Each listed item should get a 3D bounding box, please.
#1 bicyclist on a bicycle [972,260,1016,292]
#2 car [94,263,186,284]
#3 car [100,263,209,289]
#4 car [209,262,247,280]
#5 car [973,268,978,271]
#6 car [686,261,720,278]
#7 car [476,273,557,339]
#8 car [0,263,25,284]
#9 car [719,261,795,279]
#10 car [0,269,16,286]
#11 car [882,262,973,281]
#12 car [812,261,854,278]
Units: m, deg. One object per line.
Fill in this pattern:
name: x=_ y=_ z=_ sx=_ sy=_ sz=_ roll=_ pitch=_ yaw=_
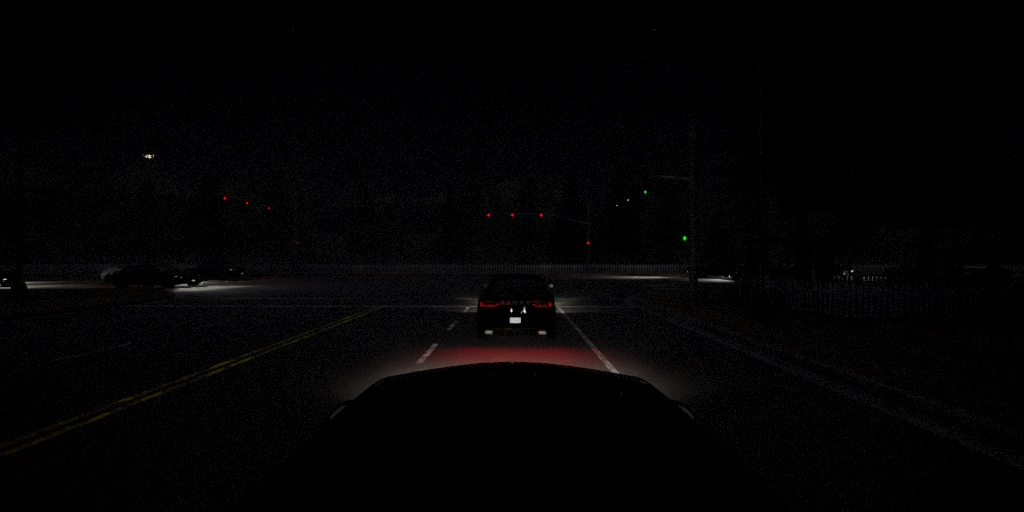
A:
bicyclist on a bicycle: x=22.822 y=0.995 z=17.020 sx=0.582 sy=1.620 sz=1.656 roll=0 pitch=0 yaw=0
car: x=-26.418 y=1.220 z=25.562 sx=4.674 sy=1.442 sz=1.812 roll=0 pitch=0 yaw=0
car: x=-21.706 y=1.220 z=21.905 sx=4.674 sy=1.442 sz=1.812 roll=0 pitch=0 yaw=2
car: x=-24.307 y=1.220 z=29.279 sx=4.674 sy=1.442 sz=1.812 roll=0 pitch=0 yaw=0
car: x=37.673 y=1.295 z=31.599 sx=4.718 sy=1.301 sz=1.895 roll=0 pitch=0 yaw=9
car: x=18.418 y=1.186 z=32.496 sx=4.902 sy=1.511 sz=2.128 roll=0 pitch=0 yaw=1
car: x=0.174 y=1.228 z=10.159 sx=1.882 sy=1.535 sz=5.008 roll=0 pitch=0 yaw=2
car: x=-38.795 y=1.242 z=25.470 sx=5.357 sy=1.411 sz=2.033 roll=0 pitch=0 yaw=-2
car: x=20.236 y=1.242 z=29.018 sx=5.357 sy=1.411 sz=2.033 roll=0 pitch=0 yaw=-1
car: x=-33.587 y=1.201 z=22.039 sx=4.892 sy=1.490 sz=1.837 roll=-1 pitch=0 yaw=-1
car: x=32.704 y=1.172 z=28.612 sx=5.008 sy=1.535 sz=1.882 roll=0 pitch=0 yaw=5
car: x=27.749 y=1.186 z=32.317 sx=4.902 sy=1.511 sz=2.128 roll=0 pitch=0 yaw=2
